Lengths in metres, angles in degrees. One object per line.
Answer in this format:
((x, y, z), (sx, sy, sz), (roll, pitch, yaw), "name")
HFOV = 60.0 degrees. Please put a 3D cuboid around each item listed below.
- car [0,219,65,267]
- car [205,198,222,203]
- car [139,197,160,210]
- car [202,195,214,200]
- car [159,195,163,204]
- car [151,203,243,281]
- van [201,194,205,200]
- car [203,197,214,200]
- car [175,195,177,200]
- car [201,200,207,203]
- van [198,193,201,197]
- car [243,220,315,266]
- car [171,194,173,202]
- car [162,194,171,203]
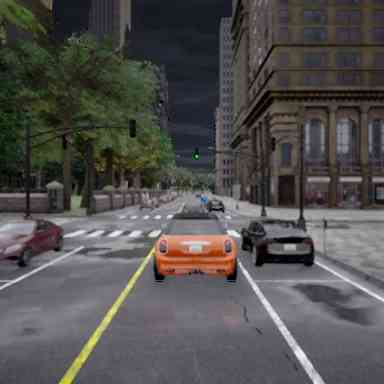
((-5.765, 1.606, 11.437), (1.802, 1.307, 4.206), (0, 0, 0), "car")
((2.759, 1.636, 37.856), (1.947, 1.339, 4.313), (0, 0, 0), "car")
((-5.767, 1.630, 43.296), (2.008, 1.369, 4.403), (0, 0, 0), "car")
((2.759, 1.612, 48.867), (1.752, 1.417, 4.829), (0, 0, 0), "car")
((-5.767, 1.528, 48.716), (1.967, 1.590, 4.097), (0, 0, 0), "car")
((0.093, 1.373, 10.076), (2.097, 1.767, 4.553), (0, 0, 0), "car")
((2.758, 1.435, 54.118), (1.690, 1.788, 3.998), (0, 0, 0), "van")
((2.759, 1.645, 43.277), (1.947, 1.339, 4.313), (0, 0, 0), "car")
((-5.769, 1.441, 86.659), (2.192, 1.841, 5.009), (0, 0, 0), "car")
((0.107, 1.660, 30.571), (1.895, 1.301, 4.718), (0, 0, 0), "car")
((2.757, 1.458, 75.799), (1.690, 1.788, 3.998), (0, 0, 0), "van")
((2.760, 1.589, 11.420), (1.947, 1.339, 4.313), (0, 0, 0), "car")
((-5.769, 1.428, 70.398), (2.192, 1.841, 5.009), (0, 0, 0), "car")
((-5.768, 1.548, 64.978), (1.967, 1.590, 4.097), (0, 0, 0), "car")
